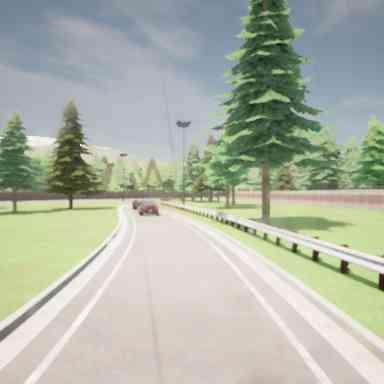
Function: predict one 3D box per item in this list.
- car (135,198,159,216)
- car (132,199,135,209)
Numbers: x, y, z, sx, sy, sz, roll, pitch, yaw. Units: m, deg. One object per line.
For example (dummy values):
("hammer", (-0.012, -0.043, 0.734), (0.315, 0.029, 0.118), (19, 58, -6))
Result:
("car", (-4.433, 1.609, 33.648), (1.812, 1.442, 4.674), (0, 0, -13))
("car", (-7.320, 1.609, 46.363), (2.128, 1.511, 4.902), (0, 0, -11))
